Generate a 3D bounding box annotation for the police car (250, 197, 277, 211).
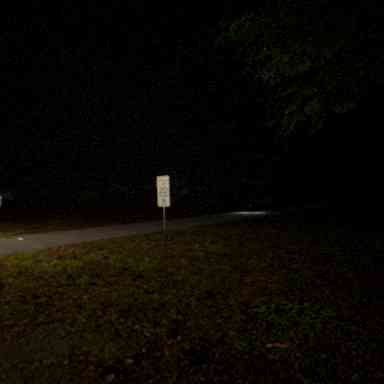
[{"bbox_3d":[8.831,1.486,41.200,1.930,1.638,5.238,-3,-2,35],"label":"police car"}]
